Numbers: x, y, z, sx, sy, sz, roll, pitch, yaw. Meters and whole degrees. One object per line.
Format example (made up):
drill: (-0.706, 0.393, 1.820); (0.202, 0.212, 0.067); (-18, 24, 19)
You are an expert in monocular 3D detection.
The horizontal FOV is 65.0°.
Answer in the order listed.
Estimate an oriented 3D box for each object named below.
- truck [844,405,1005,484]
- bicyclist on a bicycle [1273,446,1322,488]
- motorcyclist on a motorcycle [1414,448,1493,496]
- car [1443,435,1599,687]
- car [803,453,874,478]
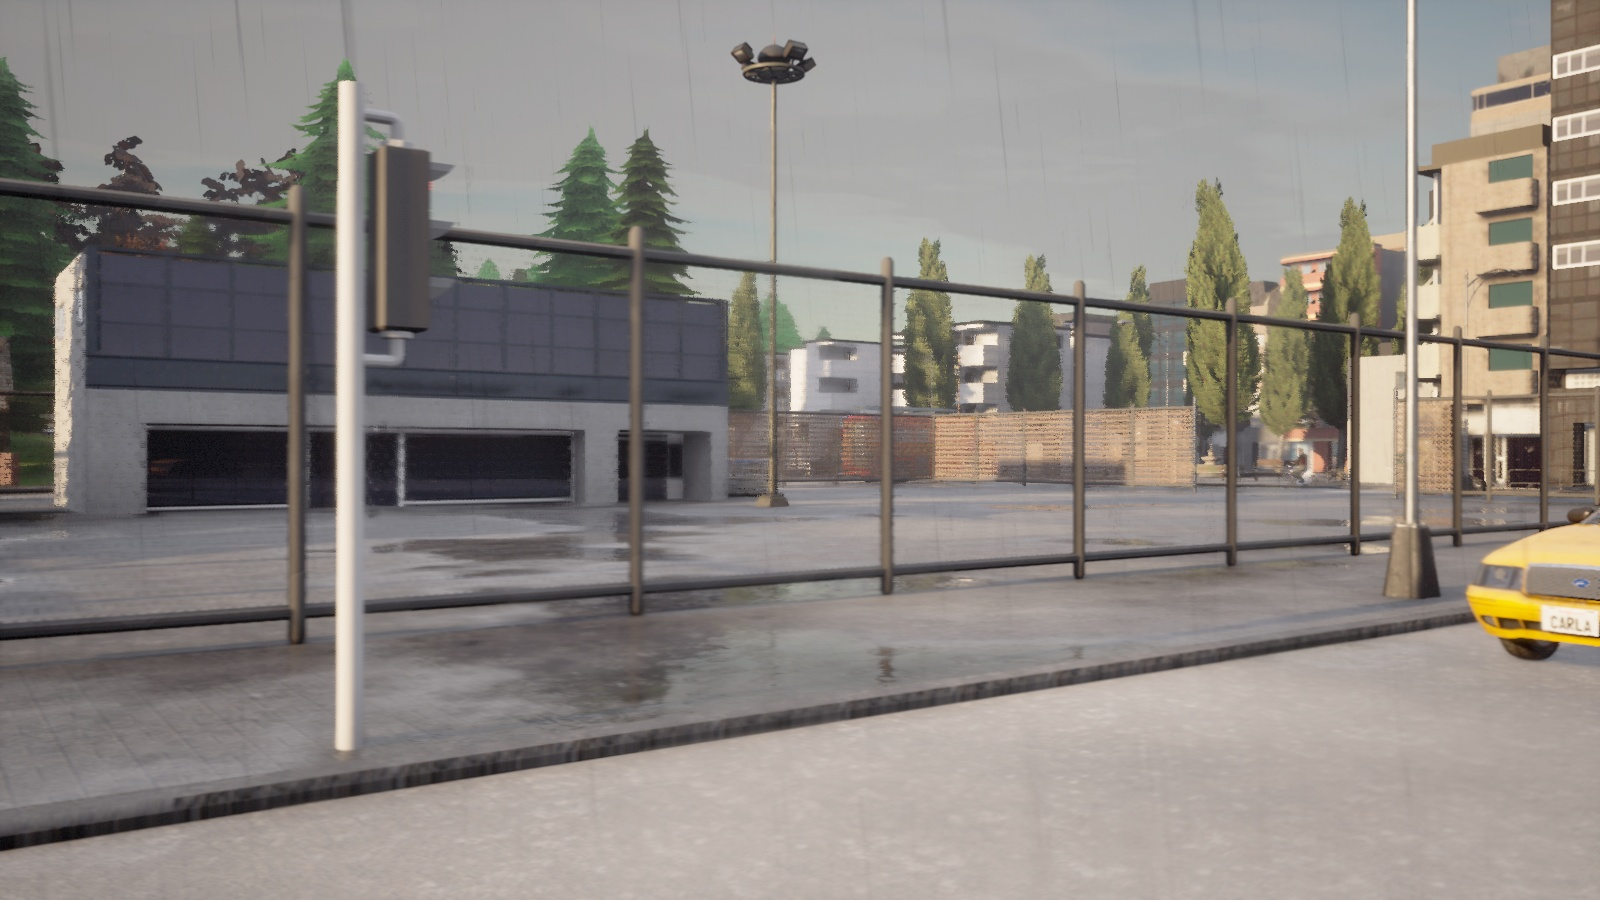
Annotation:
truck: (6.452, -0.270, 64.083); (8.468, 3.827, 2.891); (0, 0, -37)
bicyclist on a bicycle: (21.125, 0.706, 53.332); (0.659, 1.776, 1.843); (0, 0, -36)
motorcyclist on a motorcycle: (22.891, 0.758, 44.020); (0.766, 1.649, 2.350); (0, 0, -36)
car: (7.191, 0.692, 9.399); (5.366, 1.575, 1.801); (0, 0, -33)
car: (2.389, 0.948, 79.423); (1.837, 1.490, 4.892); (0, 0, -36)
